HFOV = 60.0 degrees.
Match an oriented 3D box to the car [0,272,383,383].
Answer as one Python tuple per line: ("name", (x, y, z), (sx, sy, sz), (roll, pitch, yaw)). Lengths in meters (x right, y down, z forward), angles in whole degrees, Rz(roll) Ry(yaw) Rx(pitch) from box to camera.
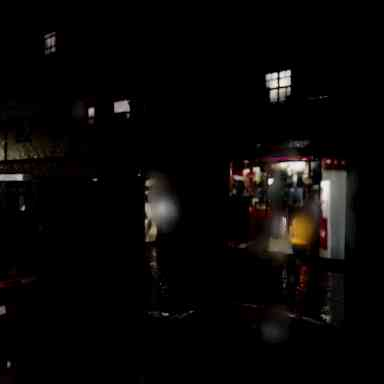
("car", (0.170, 1.569, 2.576), (4.206, 1.307, 1.802), (1, 1, 35))

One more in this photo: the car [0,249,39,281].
("car", (-4.474, 1.478, 5.817), (4.507, 1.381, 1.887), (1, 1, 35))
